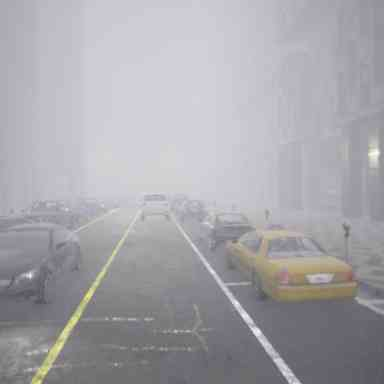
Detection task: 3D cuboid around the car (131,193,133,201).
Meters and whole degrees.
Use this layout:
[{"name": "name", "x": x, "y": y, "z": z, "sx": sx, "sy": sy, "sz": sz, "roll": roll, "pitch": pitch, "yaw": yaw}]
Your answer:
[{"name": "car", "x": -13.804, "y": 1.394, "z": 68.440, "sx": 2.008, "sy": 1.369, "sz": 4.403, "roll": -1, "pitch": 0, "yaw": -7}]

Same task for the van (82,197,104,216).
[{"name": "van", "x": -9.158, "y": 1.322, "z": 29.258, "sx": 1.690, "sy": 1.788, "sz": 3.998, "roll": -1, "pitch": 0, "yaw": -7}]

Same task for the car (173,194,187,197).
[{"name": "car", "x": -1.359, "y": 1.141, "z": 35.868, "sx": 2.192, "sy": 1.841, "sz": 5.009, "roll": -1, "pitch": 0, "yaw": -7}]

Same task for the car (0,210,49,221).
[{"name": "car", "x": -7.161, "y": 1.607, "z": 12.467, "sx": 1.947, "sy": 1.339, "sz": 4.313, "roll": -1, "pitch": 0, "yaw": -7}]

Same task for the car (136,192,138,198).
[{"name": "car", "x": -15.801, "y": 1.105, "z": 85.231, "sx": 2.192, "sy": 1.841, "sz": 5.009, "roll": -1, "pitch": 0, "yaw": -7}]

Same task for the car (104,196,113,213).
[{"name": "car", "x": -9.820, "y": 1.400, "z": 34.856, "sx": 1.967, "sy": 1.590, "sz": 4.097, "roll": -1, "pitch": 0, "yaw": -7}]

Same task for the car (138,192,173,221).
[{"name": "car", "x": -2.943, "y": 1.115, "z": 26.596, "sx": 2.150, "sy": 2.045, "sz": 5.566, "roll": -1, "pitch": -1, "yaw": -7}]

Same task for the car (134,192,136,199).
[{"name": "car", "x": -15.134, "y": 1.248, "z": 79.634, "sx": 1.967, "sy": 1.590, "sz": 4.097, "roll": -1, "pitch": 0, "yaw": -7}]

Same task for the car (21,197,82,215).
[{"name": "car", "x": -7.830, "y": 1.336, "z": 18.062, "sx": 2.192, "sy": 1.841, "sz": 5.009, "roll": -1, "pitch": 0, "yaw": -7}]

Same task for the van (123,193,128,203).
[{"name": "van", "x": -12.479, "y": 1.222, "z": 57.245, "sx": 1.690, "sy": 1.788, "sz": 3.998, "roll": -1, "pitch": 0, "yaw": -7}]

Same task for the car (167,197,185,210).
[{"name": "car", "x": -2.019, "y": 1.350, "z": 41.467, "sx": 1.887, "sy": 1.381, "sz": 4.507, "roll": -1, "pitch": 0, "yaw": -7}]

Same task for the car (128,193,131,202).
[{"name": "car", "x": -13.120, "y": 1.387, "z": 62.674, "sx": 1.752, "sy": 1.417, "sz": 4.829, "roll": -1, "pitch": 0, "yaw": -7}]

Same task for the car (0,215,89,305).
[{"name": "car", "x": -3.960, "y": 1.541, "z": 8.111, "sx": 1.812, "sy": 1.442, "sz": 4.674, "roll": -1, "pitch": 0, "yaw": -7}]

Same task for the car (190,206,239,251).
[{"name": "car", "x": 1.302, "y": 1.457, "z": 13.481, "sx": 2.008, "sy": 1.369, "sz": 4.403, "roll": -1, "pitch": 0, "yaw": -7}]

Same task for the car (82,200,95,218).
[{"name": "car", "x": -8.490, "y": 1.545, "z": 23.662, "sx": 1.887, "sy": 1.381, "sz": 4.507, "roll": -1, "pitch": 0, "yaw": -7}]

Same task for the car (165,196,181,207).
[{"name": "car", "x": -2.683, "y": 1.352, "z": 47.064, "sx": 1.947, "sy": 1.339, "sz": 4.313, "roll": -1, "pitch": 0, "yaw": -7}]

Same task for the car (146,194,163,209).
[{"name": "car", "x": -4.881, "y": 1.195, "z": 42.943, "sx": 2.097, "sy": 1.767, "sz": 4.553, "roll": -1, "pitch": 0, "yaw": -7}]

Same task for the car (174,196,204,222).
[{"name": "car", "x": -0.028, "y": 1.306, "z": 24.674, "sx": 1.967, "sy": 1.590, "sz": 4.097, "roll": -1, "pitch": 0, "yaw": -7}]

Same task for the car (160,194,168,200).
[{"name": "car", "x": -7.332, "y": 1.238, "z": 86.243, "sx": 1.802, "sy": 1.307, "sz": 4.206, "roll": -1, "pitch": 0, "yaw": -7}]

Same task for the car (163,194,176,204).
[{"name": "car", "x": -4.013, "y": 1.186, "z": 58.256, "sx": 1.967, "sy": 1.590, "sz": 4.097, "roll": -1, "pitch": 0, "yaw": -7}]

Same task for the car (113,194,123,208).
[{"name": "car", "x": -11.149, "y": 1.360, "z": 46.051, "sx": 1.967, "sy": 1.590, "sz": 4.097, "roll": -1, "pitch": 0, "yaw": -7}]

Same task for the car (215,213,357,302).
[{"name": "car", "x": 1.946, "y": 1.451, "z": 8.053, "sx": 1.752, "sy": 1.417, "sz": 4.829, "roll": -1, "pitch": 0, "yaw": -7}]

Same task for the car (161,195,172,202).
[{"name": "car", "x": -5.340, "y": 1.274, "z": 69.451, "sx": 1.947, "sy": 1.339, "sz": 4.313, "roll": -1, "pitch": 0, "yaw": -7}]
